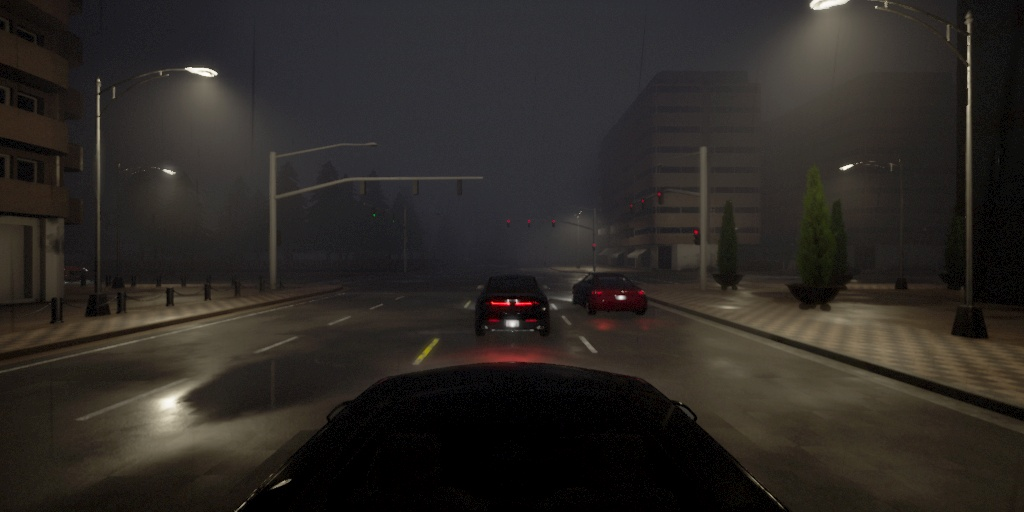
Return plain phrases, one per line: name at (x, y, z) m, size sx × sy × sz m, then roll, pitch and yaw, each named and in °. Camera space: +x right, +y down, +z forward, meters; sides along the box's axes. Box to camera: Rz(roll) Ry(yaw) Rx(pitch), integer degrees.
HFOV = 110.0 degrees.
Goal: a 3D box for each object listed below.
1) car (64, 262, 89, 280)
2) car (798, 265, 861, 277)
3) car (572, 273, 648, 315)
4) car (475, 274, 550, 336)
car at (-38.435, 1.154, 29.922) m, size 4.553 × 1.767 × 2.097 m, roll 0°, pitch 0°, yaw -1°
car at (30.373, 1.403, 34.443) m, size 4.718 × 1.301 × 1.895 m, roll 0°, pitch 0°, yaw -1°
car at (3.508, 1.313, 13.555) m, size 1.994 × 1.385 × 4.181 m, roll 0°, pitch 0°, yaw 0°
car at (0.014, 1.254, 10.384) m, size 1.837 × 1.490 × 4.892 m, roll 0°, pitch 0°, yaw 0°
